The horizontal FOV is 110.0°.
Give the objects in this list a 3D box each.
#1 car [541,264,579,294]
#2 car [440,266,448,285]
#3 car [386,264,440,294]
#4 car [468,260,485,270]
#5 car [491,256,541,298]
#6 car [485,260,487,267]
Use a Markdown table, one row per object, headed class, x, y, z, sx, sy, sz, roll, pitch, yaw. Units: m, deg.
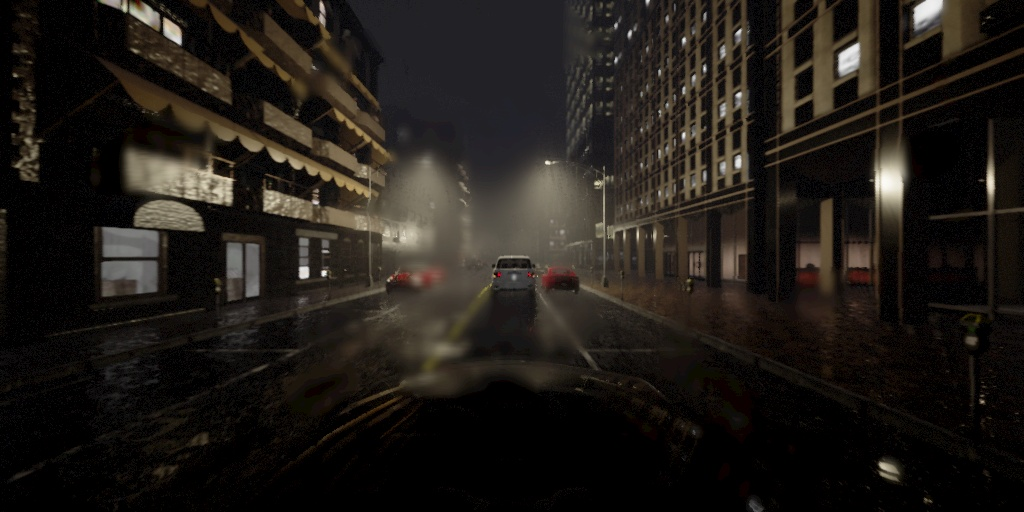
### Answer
| class | x | y | z | sx | sy | sz | roll | pitch | yaw |
| --- | --- | --- | --- | --- | --- | --- | --- | --- | --- |
| car | 2.688 | 1.335 | 20.472 | 1.888 | 1.381 | 4.507 | 0 | 0 | 0 |
| car | -5.694 | 1.387 | 26.119 | 1.802 | 1.307 | 4.207 | 0 | 0 | 0 |
| car | -5.693 | 1.232 | 20.471 | 1.967 | 1.591 | 4.097 | 0 | 0 | 0 |
| car | -5.699 | 1.427 | 54.362 | 2.007 | 1.370 | 4.403 | 0 | 0 | 0 |
| car | 0.100 | 1.011 | 18.967 | 2.150 | 2.045 | 5.566 | 0 | 0 | 0 |
| car | -5.699 | 1.443 | 60.010 | 2.007 | 1.370 | 4.403 | 0 | 0 | 0 |
